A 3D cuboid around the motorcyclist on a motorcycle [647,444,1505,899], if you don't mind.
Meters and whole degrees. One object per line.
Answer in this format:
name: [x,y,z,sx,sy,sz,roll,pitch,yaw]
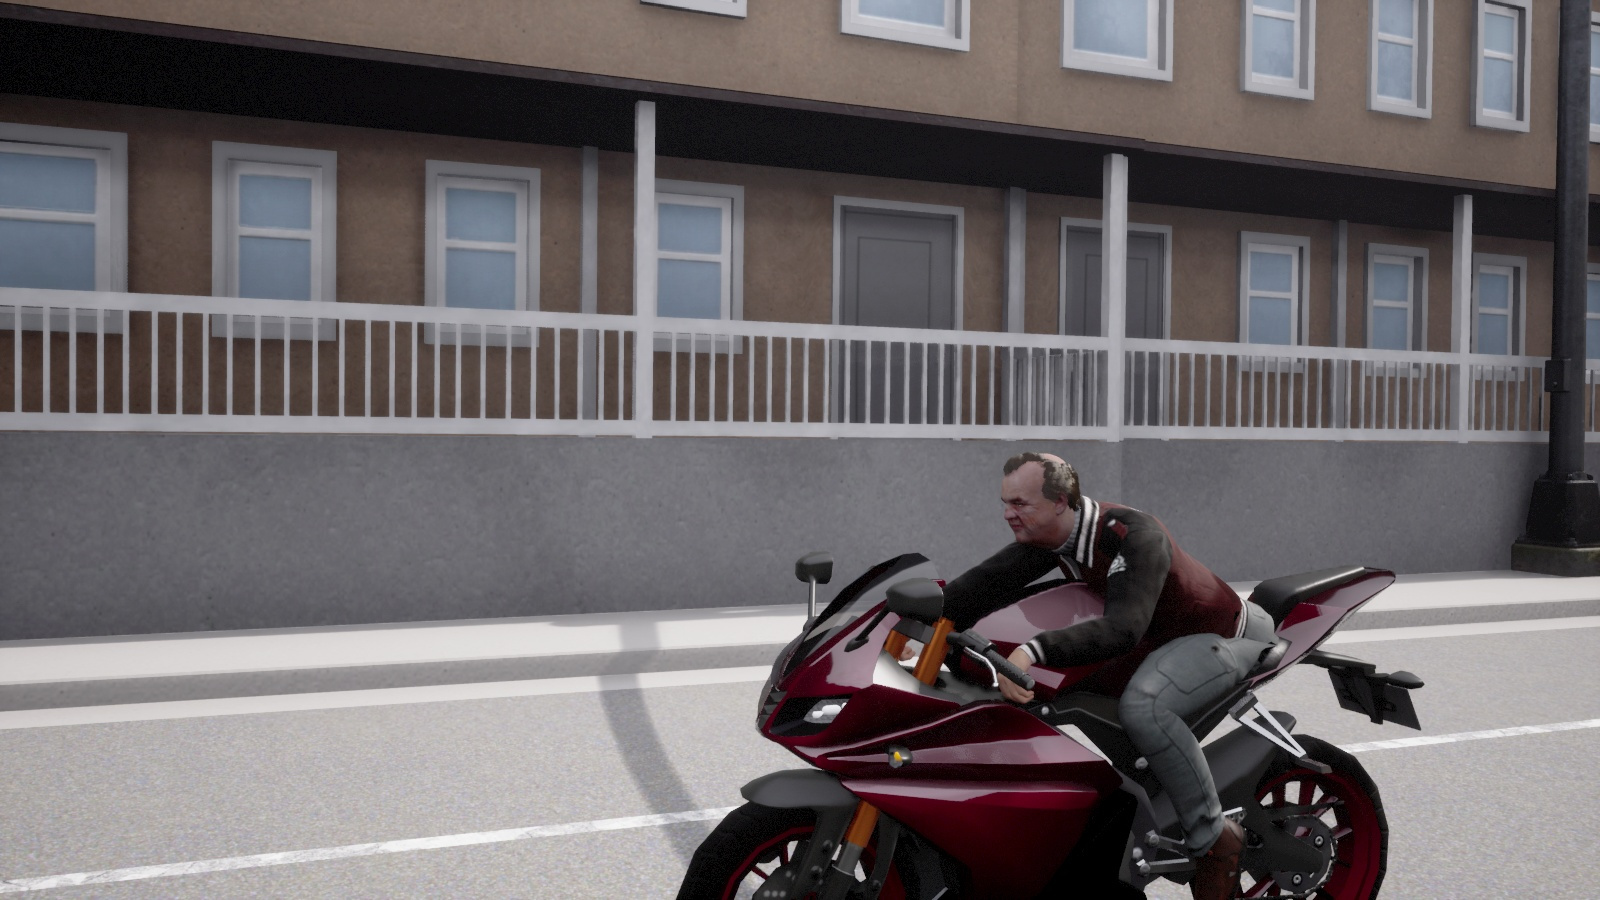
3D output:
motorcyclist on a motorcycle: [0.755,0.768,3.489,2.191,1.530,0.866,-1,1,-19]
